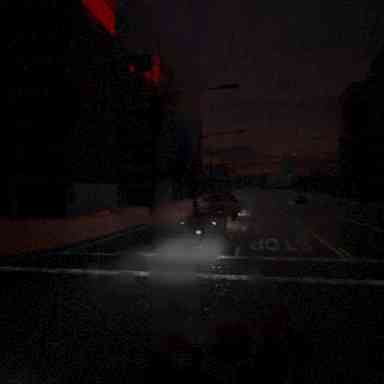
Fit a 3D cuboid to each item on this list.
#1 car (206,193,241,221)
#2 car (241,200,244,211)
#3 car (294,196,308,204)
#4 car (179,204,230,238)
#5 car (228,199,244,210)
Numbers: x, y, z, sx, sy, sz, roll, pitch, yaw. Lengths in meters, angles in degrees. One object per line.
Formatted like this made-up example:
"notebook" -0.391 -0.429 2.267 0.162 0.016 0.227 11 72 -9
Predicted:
"car" 2.475 1.138 26.580 2.150 2.045 5.566 -1 -1 11
"car" 4.355 1.566 36.308 1.994 1.385 4.181 -1 -1 11
"car" 19.535 1.434 59.458 1.994 1.385 4.181 -1 1 11
"car" 0.691 1.492 17.047 1.895 1.301 4.718 -1 0 11
"car" 6.200 1.691 46.026 1.895 1.301 4.718 -1 -1 11
